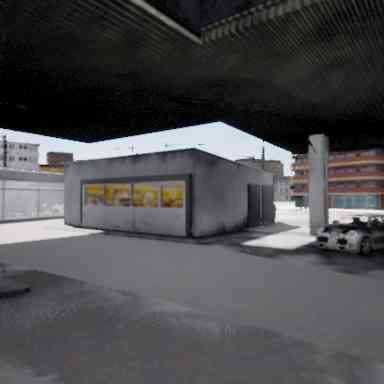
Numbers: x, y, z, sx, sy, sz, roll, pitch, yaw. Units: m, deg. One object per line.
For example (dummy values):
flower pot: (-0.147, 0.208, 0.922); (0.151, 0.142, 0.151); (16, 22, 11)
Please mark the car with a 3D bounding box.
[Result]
car: (6.889, 1.654, 13.702); (3.806, 1.475, 1.970); (0, -1, -33)
